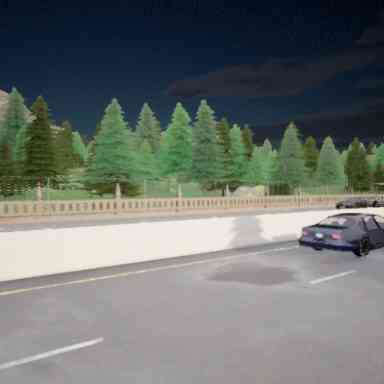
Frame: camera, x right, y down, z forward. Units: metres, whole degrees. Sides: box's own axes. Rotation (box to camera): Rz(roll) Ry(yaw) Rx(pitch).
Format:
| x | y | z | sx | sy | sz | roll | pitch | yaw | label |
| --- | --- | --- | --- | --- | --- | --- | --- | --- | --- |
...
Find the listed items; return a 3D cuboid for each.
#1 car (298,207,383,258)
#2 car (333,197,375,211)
| x | y | z | sx | sy | sz | roll | pitch | yaw | label |
| --- | --- | --- | --- | --- | --- | --- | --- | --- | --- |
| 6.284 | 1.483 | 12.531 | 5.357 | 1.411 | 2.033 | 0 | 0 | -36 | car |
| 19.095 | 1.346 | 39.107 | 5.357 | 1.411 | 2.033 | 0 | 0 | -35 | car |
